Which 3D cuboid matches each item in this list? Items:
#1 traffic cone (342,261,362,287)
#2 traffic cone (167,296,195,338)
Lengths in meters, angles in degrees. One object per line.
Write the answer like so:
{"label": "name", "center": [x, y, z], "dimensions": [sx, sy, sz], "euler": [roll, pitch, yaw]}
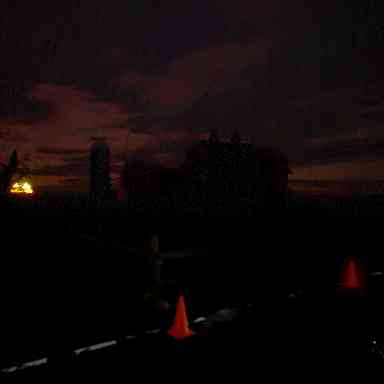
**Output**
{"label": "traffic cone", "center": [3.958, 2.008, 8.224], "dimensions": [0.340, 0.580, 0.340], "euler": [1, 0, -34]}
{"label": "traffic cone", "center": [-0.173, 1.972, 5.361], "dimensions": [0.340, 0.580, 0.340], "euler": [0, 0, -35]}
